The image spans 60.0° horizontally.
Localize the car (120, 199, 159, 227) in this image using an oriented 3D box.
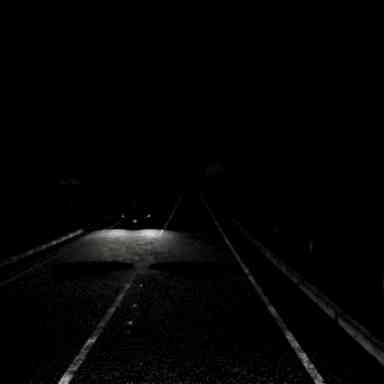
[{"bbox_3d":[-3.009,1.183,19.878,1.812,1.442,4.674,0,2,0],"label":"car"}]
